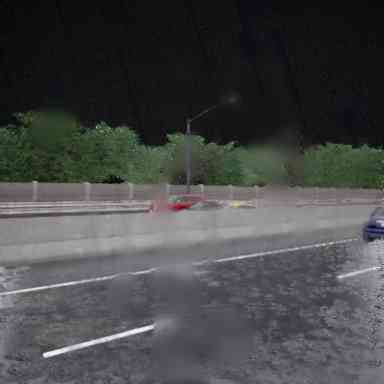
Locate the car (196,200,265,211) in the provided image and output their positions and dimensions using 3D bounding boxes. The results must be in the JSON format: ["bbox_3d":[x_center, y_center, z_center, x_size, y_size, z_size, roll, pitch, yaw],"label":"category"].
[{"bbox_3d":[3.012,1.507,23.336,5.008,1.535,1.882,0,0,-35],"label":"car"}]

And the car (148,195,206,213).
[{"bbox_3d":[-1.105,1.250,28.987,5.566,2.045,2.150,0,0,-36],"label":"car"}]

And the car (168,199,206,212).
[{"bbox_3d":[0.894,1.534,26.124,4.892,1.490,1.837,0,0,-35],"label":"car"}]

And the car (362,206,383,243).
[{"bbox_3d":[9.690,1.383,14.957,4.553,1.767,2.097,0,0,-35],"label":"car"}]
